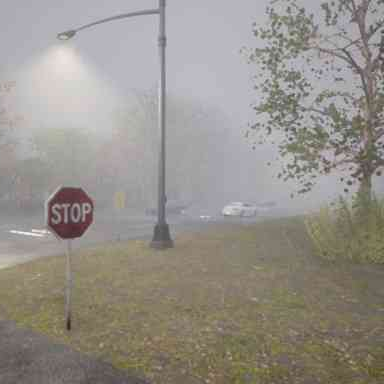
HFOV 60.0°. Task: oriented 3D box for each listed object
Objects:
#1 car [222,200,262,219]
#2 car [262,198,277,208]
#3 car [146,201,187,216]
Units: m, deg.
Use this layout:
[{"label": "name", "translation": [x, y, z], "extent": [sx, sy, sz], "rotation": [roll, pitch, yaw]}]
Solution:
[{"label": "car", "translation": [4.569, 1.680, 31.394], "extent": [1.812, 1.442, 4.674], "rotation": [0, 0, 36]}, {"label": "car", "translation": [11.999, 1.796, 53.535], "extent": [1.882, 1.535, 5.008], "rotation": [0, 1, 36]}, {"label": "car", "translation": [-2.474, 1.664, 33.603], "extent": [1.882, 1.535, 5.008], "rotation": [0, 1, 36]}]
